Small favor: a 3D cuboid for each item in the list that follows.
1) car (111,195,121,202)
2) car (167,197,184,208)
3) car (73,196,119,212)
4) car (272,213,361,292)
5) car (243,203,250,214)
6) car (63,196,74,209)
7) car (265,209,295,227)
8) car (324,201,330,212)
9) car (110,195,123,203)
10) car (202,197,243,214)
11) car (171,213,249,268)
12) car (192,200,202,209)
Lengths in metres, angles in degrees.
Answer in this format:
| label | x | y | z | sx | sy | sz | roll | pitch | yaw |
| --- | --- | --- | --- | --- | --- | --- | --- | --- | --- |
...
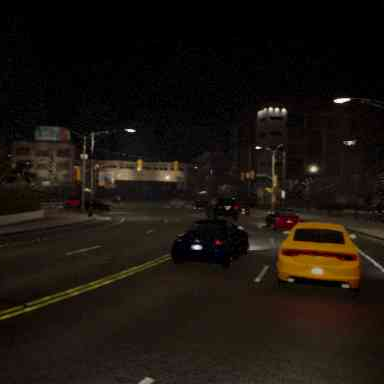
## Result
| label | x | y | z | sx | sy | sz | roll | pitch | yaw |
| --- | --- | --- | --- | --- | --- | --- | --- | --- | --- |
| car | -18.896 | 1.622 | 82.696 | 2.185 | 1.767 | 4.553 | 1 | 0 | -13 |
| car | -2.586 | 1.920 | 56.424 | 1.812 | 1.442 | 4.674 | 1 | 0 | -13 |
| car | -11.422 | 1.605 | 39.534 | 4.674 | 1.442 | 1.812 | 1 | -1 | 26 |
| car | 3.668 | 1.630 | 9.678 | 1.882 | 1.535 | 5.008 | 1 | 0 | 21 |
| car | 4.971 | 1.904 | 37.423 | 1.837 | 1.490 | 4.892 | 1 | -1 | -10 |
| car | -14.658 | 1.402 | 44.348 | 4.553 | 1.767 | 2.097 | 1 | 0 | 4 |
| car | 6.319 | 1.879 | 23.170 | 1.994 | 1.385 | 4.181 | 1 | 0 | 4 |
| car | 20.995 | 2.093 | 51.439 | 2.185 | 1.767 | 4.553 | 1 | 0 | -13 |
| car | -17.349 | 1.729 | 76.458 | 2.097 | 1.535 | 5.008 | 1 | 0 | -13 |
| car | 2.723 | 1.525 | 31.186 | 2.150 | 2.045 | 5.566 | 1 | -1 | -7 |
| car | 0.809 | 1.676 | 11.967 | 1.994 | 1.385 | 4.181 | 1 | 0 | 19 |
| car | 1.368 | 2.026 | 54.763 | 1.994 | 1.385 | 4.181 | 1 | 0 | -13 |
